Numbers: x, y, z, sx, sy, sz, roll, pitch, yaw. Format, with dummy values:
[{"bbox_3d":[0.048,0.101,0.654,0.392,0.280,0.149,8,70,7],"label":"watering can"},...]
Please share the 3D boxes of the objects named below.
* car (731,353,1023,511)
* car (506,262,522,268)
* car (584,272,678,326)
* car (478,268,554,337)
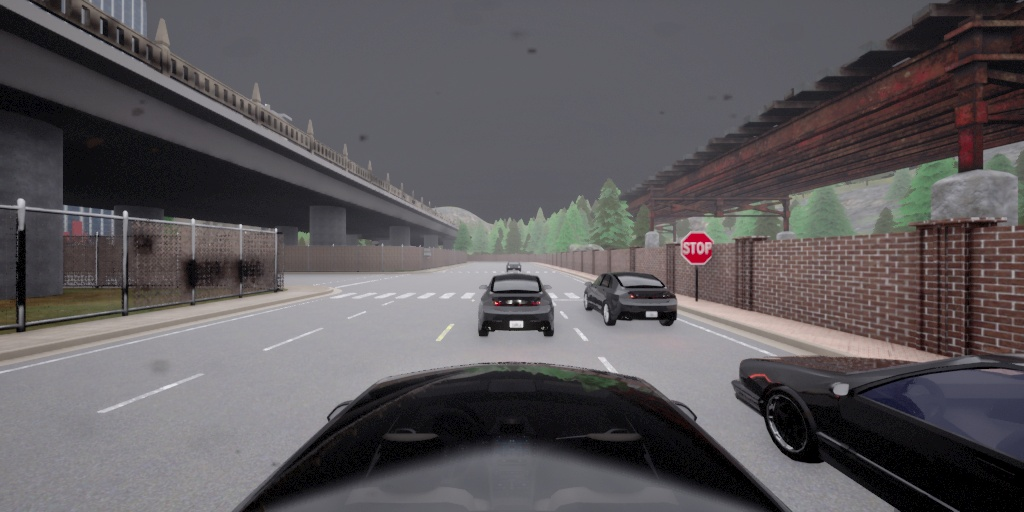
[{"bbox_3d":[3.600,1.297,1.904,2.033,1.411,5.357,0,0,0],"label":"car"},{"bbox_3d":[0.218,1.350,45.464,1.895,1.301,4.718,0,0,-1],"label":"car"},{"bbox_3d":[3.605,1.255,11.651,1.837,1.490,4.892,0,0,0],"label":"car"},{"bbox_3d":[0.103,1.255,10.293,1.837,1.490,4.892,0,0,0],"label":"car"}]
